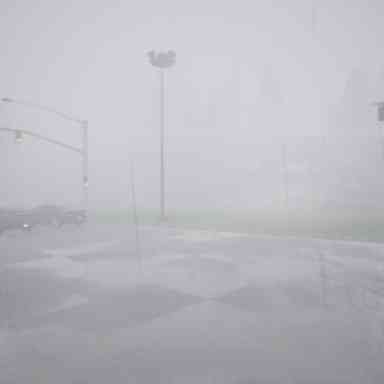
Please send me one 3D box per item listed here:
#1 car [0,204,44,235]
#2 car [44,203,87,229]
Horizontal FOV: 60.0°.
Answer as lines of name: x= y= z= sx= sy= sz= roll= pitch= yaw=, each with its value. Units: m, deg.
car: x=-10.801 y=1.487 z=18.466 sx=4.892 sy=1.490 sz=1.837 roll=0 pitch=0 yaw=28
car: x=-9.032 y=1.453 z=21.494 sx=5.008 sy=1.535 sz=1.882 roll=0 pitch=0 yaw=28
